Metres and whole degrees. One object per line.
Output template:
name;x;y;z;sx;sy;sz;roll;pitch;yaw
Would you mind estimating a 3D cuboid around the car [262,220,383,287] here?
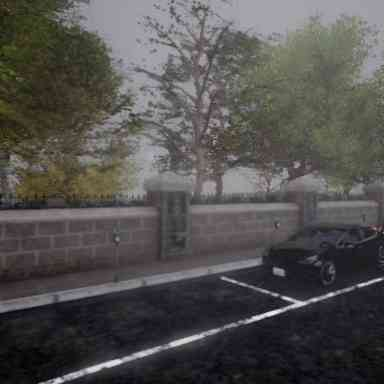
car;3.883;1.560;9.319;4.313;1.339;1.947;0;0;-35
